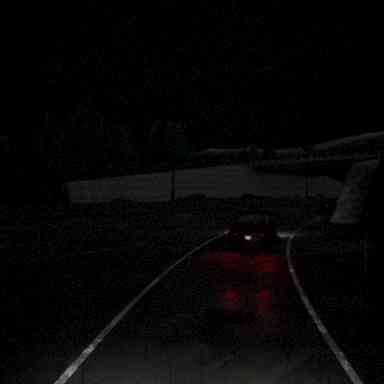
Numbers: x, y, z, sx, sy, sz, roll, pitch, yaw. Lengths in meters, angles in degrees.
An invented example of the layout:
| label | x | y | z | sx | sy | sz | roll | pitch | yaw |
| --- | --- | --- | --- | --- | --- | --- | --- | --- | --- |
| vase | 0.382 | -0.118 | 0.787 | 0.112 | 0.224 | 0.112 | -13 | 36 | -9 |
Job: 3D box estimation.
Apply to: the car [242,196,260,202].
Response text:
| label | x | y | z | sx | sy | sz | roll | pitch | yaw |
| --- | --- | --- | --- | --- | --- | --- | --- | --- | --- |
| car | 14.533 | 1.711 | 82.365 | 2.128 | 1.511 | 4.902 | 0 | 0 | 42 |

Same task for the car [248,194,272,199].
| label | x | y | z | sx | sy | sz | roll | pitch | yaw |
| --- | --- | --- | --- | --- | --- | --- | --- | --- | --- |
| car | 13.628 | 1.514 | 65.701 | 2.097 | 1.767 | 4.553 | 0 | -1 | 42 |

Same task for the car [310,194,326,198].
| label | x | y | z | sx | sy | sz | roll | pitch | yaw |
| --- | --- | --- | --- | --- | --- | --- | --- | --- | --- |
| car | 34.064 | 1.498 | 88.325 | 2.150 | 2.045 | 5.566 | 0 | 0 | 42 |

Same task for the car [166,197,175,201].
| label | x | y | z | sx | sy | sz | roll | pitch | yaw |
| --- | --- | --- | --- | --- | --- | --- | --- | --- | --- |
| car | -2.666 | 1.606 | 58.180 | 1.812 | 1.442 | 4.674 | 0 | 0 | 43 |

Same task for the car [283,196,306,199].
| label | x | y | z | sx | sy | sz | roll | pitch | yaw |
| --- | --- | --- | --- | --- | --- | --- | --- | --- | --- |
| car | 23.750 | 1.754 | 76.906 | 2.033 | 1.411 | 5.357 | 0 | 0 | 42 |

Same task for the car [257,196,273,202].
| label | x | y | z | sx | sy | sz | roll | pitch | yaw |
| --- | --- | --- | --- | --- | --- | --- | --- | --- | --- |
| car | 17.791 | 1.721 | 80.751 | 1.812 | 1.442 | 4.674 | 0 | 0 | 42 |

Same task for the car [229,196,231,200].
| label | x | y | z | sx | sy | sz | roll | pitch | yaw |
| --- | --- | --- | --- | --- | --- | --- | --- | --- | --- |
| car | 7.708 | 1.663 | 69.587 | 1.812 | 1.442 | 4.674 | 0 | 0 | 42 |

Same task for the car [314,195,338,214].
| label | x | y | z | sx | sy | sz | roll | pitch | yaw |
| --- | --- | --- | --- | --- | --- | --- | --- | --- | --- |
| car | 15.293 | 1.469 | 35.877 | 2.097 | 1.767 | 4.553 | 0 | 0 | 40 |

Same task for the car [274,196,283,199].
| label | x | y | z | sx | sy | sz | roll | pitch | yaw |
| --- | --- | --- | --- | --- | --- | --- | --- | --- | --- |
| car | 21.410 | 1.804 | 79.537 | 1.895 | 1.301 | 4.718 | 0 | 0 | 42 |

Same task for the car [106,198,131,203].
| label | x | y | z | sx | sy | sz | roll | pitch | yaw |
| --- | --- | --- | --- | --- | --- | --- | --- | --- | --- |
| car | -11.793 | 1.599 | 53.360 | 1.994 | 1.385 | 4.181 | 0 | 0 | 42 |

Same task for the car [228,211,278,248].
| label | x | y | z | sx | sy | sz | roll | pitch | yaw |
| --- | --- | --- | --- | --- | --- | --- | --- | --- | --- |
| car | 2.830 | 1.560 | 14.942 | 1.812 | 1.442 | 4.674 | 0 | 0 | 17 |

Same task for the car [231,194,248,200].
| label | x | y | z | sx | sy | sz | roll | pitch | yaw |
| --- | --- | --- | --- | --- | --- | --- | --- | --- | --- |
| car | 11.044 | 1.375 | 68.058 | 2.150 | 2.045 | 5.566 | 0 | 0 | 42 |

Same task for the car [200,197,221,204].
| label | x | y | z | sx | sy | sz | roll | pitch | yaw |
| --- | --- | --- | --- | --- | --- | --- | --- | --- | --- |
| car | 3.900 | 1.721 | 70.592 | 1.895 | 1.301 | 4.718 | 0 | 0 | 42 |

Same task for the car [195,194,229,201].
| label | x | y | z | sx | sy | sz | roll | pitch | yaw |
| --- | --- | --- | --- | --- | --- | --- | --- | --- | --- |
| car | 3.286 | 1.591 | 54.346 | 2.128 | 1.511 | 4.902 | 0 | 0 | 42 |

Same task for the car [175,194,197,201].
| label | x | y | z | sx | sy | sz | roll | pitch | yaw |
| --- | --- | --- | --- | --- | --- | --- | --- | --- | --- |
| car | 0.337 | 1.310 | 56.292 | 2.150 | 2.045 | 5.566 | 0 | 0 | 43 |
